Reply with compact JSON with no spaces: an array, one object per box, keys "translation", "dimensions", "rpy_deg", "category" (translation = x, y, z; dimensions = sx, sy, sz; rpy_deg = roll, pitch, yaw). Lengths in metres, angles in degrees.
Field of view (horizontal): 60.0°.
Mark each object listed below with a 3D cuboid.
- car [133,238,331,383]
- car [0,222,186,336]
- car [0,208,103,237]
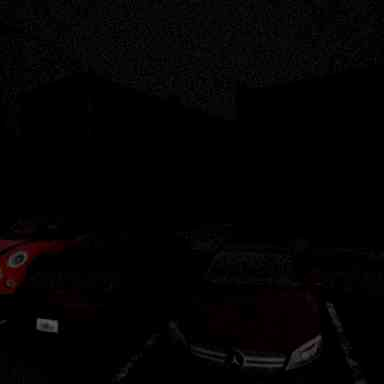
[{"translation":[1.020,1.539,5.362],"dimensions":[2.002,1.452,4.674],"rpy_deg":[0,-1,16],"category":"car"},{"translation":[-1.431,1.545,7.079],"dimensions":[2.163,1.488,4.792],"rpy_deg":[0,-1,16],"category":"car"},{"translation":[-3.852,1.410,8.887],"dimensions":[2.185,1.767,4.553],"rpy_deg":[0,-1,16],"category":"car"}]
